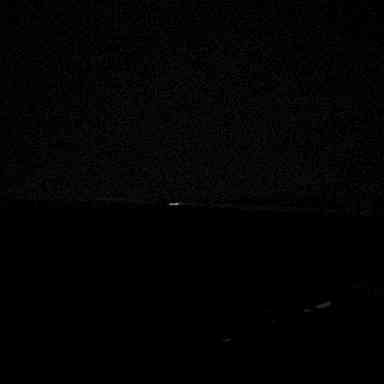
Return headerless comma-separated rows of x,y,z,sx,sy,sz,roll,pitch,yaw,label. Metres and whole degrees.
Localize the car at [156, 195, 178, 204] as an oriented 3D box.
-4.643,1.291,60.016,2.033,1.411,5.357,-2,1,-35,car
